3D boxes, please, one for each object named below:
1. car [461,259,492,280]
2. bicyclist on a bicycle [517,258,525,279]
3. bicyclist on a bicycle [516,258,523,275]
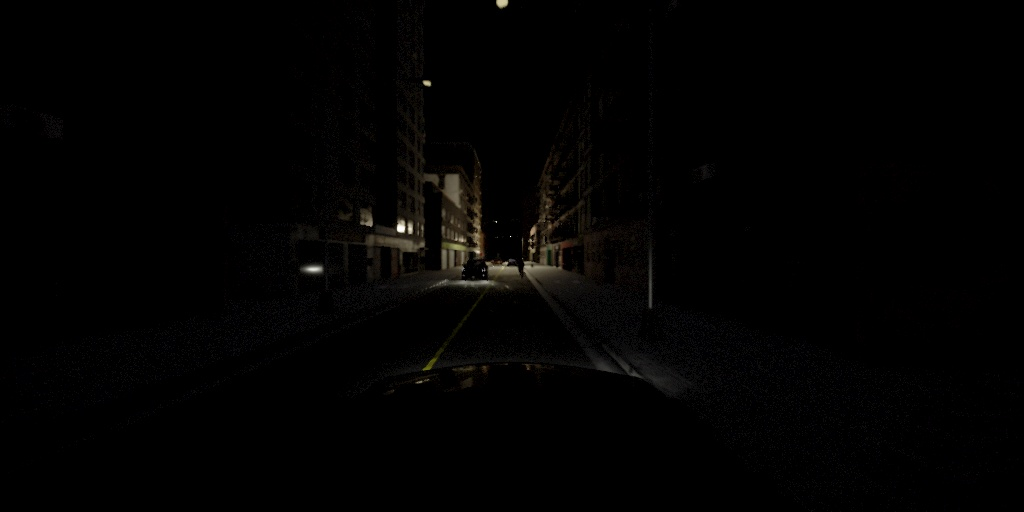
[{"bbox_3d":[-3.087,1.094,30.860,2.097,1.767,4.553,0,0,0],"label":"car"},{"bbox_3d":[0.831,1.112,30.658,0.659,1.776,1.843,0,0,0],"label":"bicyclist on a bicycle"},{"bbox_3d":[0.833,1.111,39.659,0.659,1.776,1.843,0,0,0],"label":"bicyclist on a bicycle"}]
